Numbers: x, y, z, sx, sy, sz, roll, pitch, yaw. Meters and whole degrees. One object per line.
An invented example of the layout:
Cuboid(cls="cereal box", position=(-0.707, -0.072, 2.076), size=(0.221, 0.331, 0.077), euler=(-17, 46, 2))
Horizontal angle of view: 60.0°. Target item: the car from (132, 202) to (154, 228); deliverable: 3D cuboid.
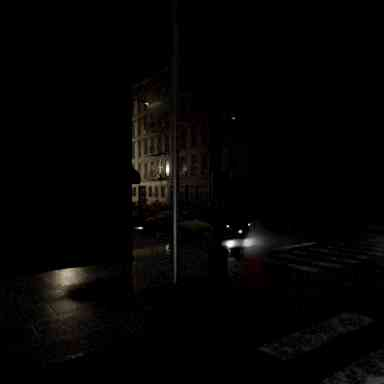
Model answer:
Cuboid(cls="car", position=(-3.978, 1.590, 21.264), size=(2.008, 1.369, 4.403), euler=(0, 0, -35))

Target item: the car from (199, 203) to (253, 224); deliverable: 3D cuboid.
Cuboid(cls="car", position=(2.565, 1.588, 25.910), size=(1.802, 1.307, 4.206), euler=(0, 0, -35))

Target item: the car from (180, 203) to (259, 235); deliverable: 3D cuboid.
Cuboid(cls="car", position=(0.984, 1.572, 18.713), size=(2.033, 1.411, 5.357), euler=(0, 0, -32))

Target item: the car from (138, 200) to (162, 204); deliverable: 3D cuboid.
Cuboid(cls="car", position=(-4.771, 1.524, 26.755), size=(2.128, 1.511, 4.902), euler=(0, 0, -35))

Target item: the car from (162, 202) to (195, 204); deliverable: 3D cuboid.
Cuboid(cls="car", position=(-0.573, 1.576, 30.319), size=(1.947, 1.339, 4.313), euler=(0, 0, -35))

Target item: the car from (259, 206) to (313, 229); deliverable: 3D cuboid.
Cuboid(cls="car", position=(5.704, 1.567, 21.500), size=(1.947, 1.339, 4.313), euler=(0, 0, -35))

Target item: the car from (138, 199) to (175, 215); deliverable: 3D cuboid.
Cuboid(cls="car", position=(-3.811, 1.539, 34.867), size=(1.752, 1.417, 4.829), euler=(0, 0, -35))

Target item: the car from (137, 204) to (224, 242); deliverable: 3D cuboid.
Cuboid(cls="car", position=(-0.741, 1.560, 16.715), size=(1.752, 1.417, 4.829), euler=(0, 0, -35))
